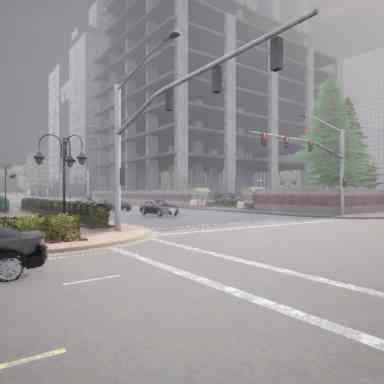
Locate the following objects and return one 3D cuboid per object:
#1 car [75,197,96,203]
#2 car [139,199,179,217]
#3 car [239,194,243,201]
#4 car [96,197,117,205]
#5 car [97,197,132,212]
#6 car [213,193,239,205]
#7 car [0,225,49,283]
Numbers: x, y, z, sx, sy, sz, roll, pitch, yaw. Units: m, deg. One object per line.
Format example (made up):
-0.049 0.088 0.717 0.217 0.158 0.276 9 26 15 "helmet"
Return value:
-14.948 1.449 46.689 1.837 1.490 4.892 0 0 -36 "car"
-3.046 1.436 30.283 2.128 1.511 4.902 0 0 -36 "car"
7.433 1.114 55.200 1.905 1.878 3.866 0 0 -36 "car"
-15.346 1.545 59.466 1.895 1.301 4.718 0 0 -36 "car"
-8.836 1.492 38.250 2.033 1.411 5.357 0 0 -36 "car"
5.043 1.114 53.485 1.905 1.878 3.866 0 0 -36 "car"
-6.240 1.478 8.137 5.008 1.535 1.882 0 0 -36 "car"
